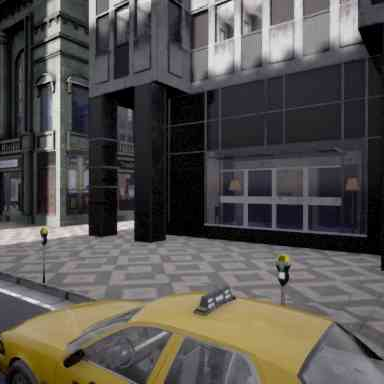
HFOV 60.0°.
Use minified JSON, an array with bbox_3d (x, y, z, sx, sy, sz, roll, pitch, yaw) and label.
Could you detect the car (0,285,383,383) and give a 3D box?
[{"bbox_3d":[-0.010,1.525,2.972,4.829,1.417,1.752,0,0,36],"label":"car"}]
